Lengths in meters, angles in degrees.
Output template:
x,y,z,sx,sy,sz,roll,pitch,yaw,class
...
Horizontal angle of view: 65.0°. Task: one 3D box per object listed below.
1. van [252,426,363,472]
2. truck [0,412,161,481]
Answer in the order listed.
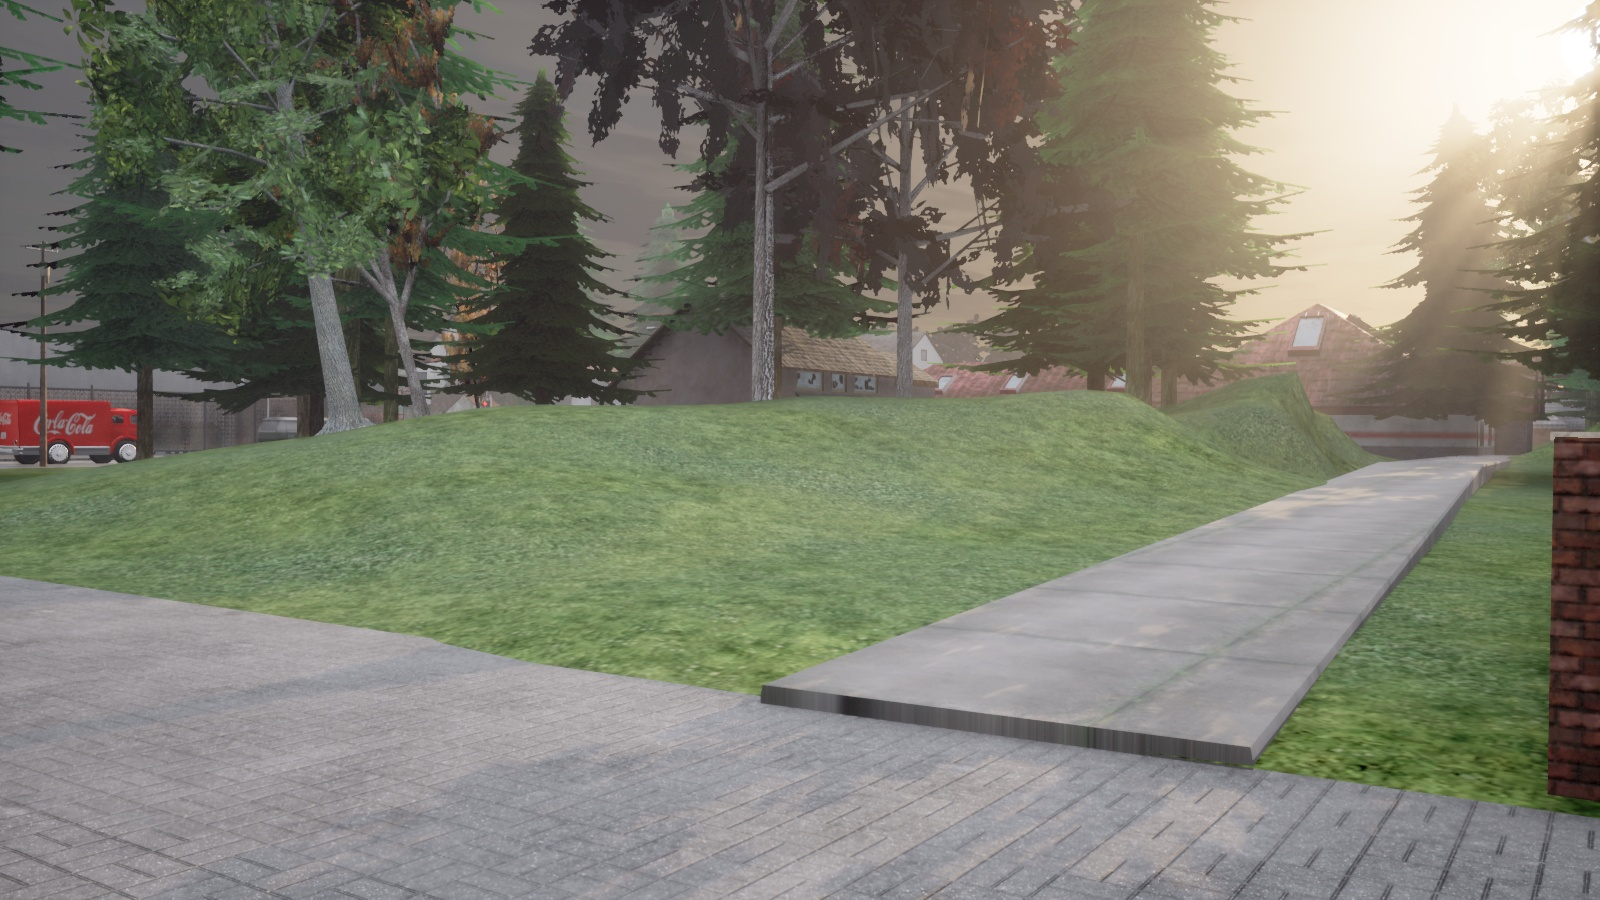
x,y,z,sx,sy,sz,roll,pitch,yaw,class
-22.077,-0.087,56.452,1.775,1.987,4.442,0,1,33,van
-27.698,-0.160,47.996,2.627,2.467,5.204,0,1,34,truck
